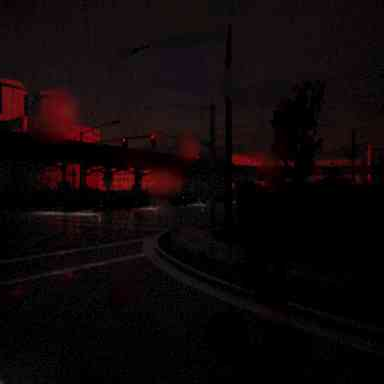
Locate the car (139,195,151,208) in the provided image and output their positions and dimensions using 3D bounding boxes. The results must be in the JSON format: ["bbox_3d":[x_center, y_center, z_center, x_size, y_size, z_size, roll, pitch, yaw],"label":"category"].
[{"bbox_3d":[-6.325,1.211,43.254,2.128,1.511,4.902,0,1,37],"label":"car"}]

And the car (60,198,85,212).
[{"bbox_3d":[-11.846,1.355,35.951,1.812,1.442,4.674,0,1,37],"label":"car"}]

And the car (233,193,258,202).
[{"bbox_3d":[9.464,0.891,58.267,2.033,1.411,5.357,0,1,38],"label":"car"}]

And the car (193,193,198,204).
[{"bbox_3d":[-0.806,0.931,50.546,2.097,1.767,4.553,0,1,37],"label":"car"}]

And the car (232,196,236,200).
[{"bbox_3d":[5.215,0.989,58.476,1.895,1.301,4.718,0,1,37],"label":"car"}]

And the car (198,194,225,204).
[{"bbox_3d":[3.472,1.065,50.404,1.812,1.442,4.674,0,1,37],"label":"car"}]

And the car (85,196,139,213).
[{"bbox_3d":[-8.279,1.321,34.864,1.837,1.490,4.892,0,1,37],"label":"car"}]

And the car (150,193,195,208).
[{"bbox_3d":[-2.406,1.247,42.636,2.033,1.411,5.357,0,1,37],"label":"car"}]
